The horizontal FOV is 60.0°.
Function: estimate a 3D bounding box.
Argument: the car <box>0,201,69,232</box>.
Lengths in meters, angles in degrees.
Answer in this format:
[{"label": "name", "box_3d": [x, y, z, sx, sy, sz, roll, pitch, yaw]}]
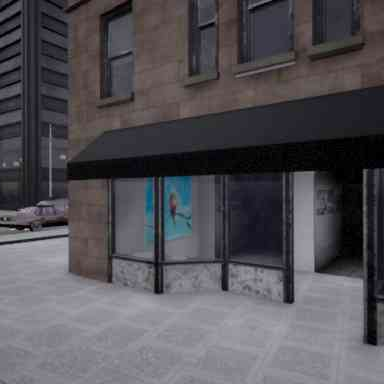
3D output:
[{"label": "car", "box_3d": [-8.451, 1.488, 19.765, 2.033, 1.411, 5.357, 0, 0, 35]}]

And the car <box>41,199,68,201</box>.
[{"label": "car", "box_3d": [-9.876, 1.298, 23.112, 2.097, 1.767, 4.553, 0, 0, 35]}]
